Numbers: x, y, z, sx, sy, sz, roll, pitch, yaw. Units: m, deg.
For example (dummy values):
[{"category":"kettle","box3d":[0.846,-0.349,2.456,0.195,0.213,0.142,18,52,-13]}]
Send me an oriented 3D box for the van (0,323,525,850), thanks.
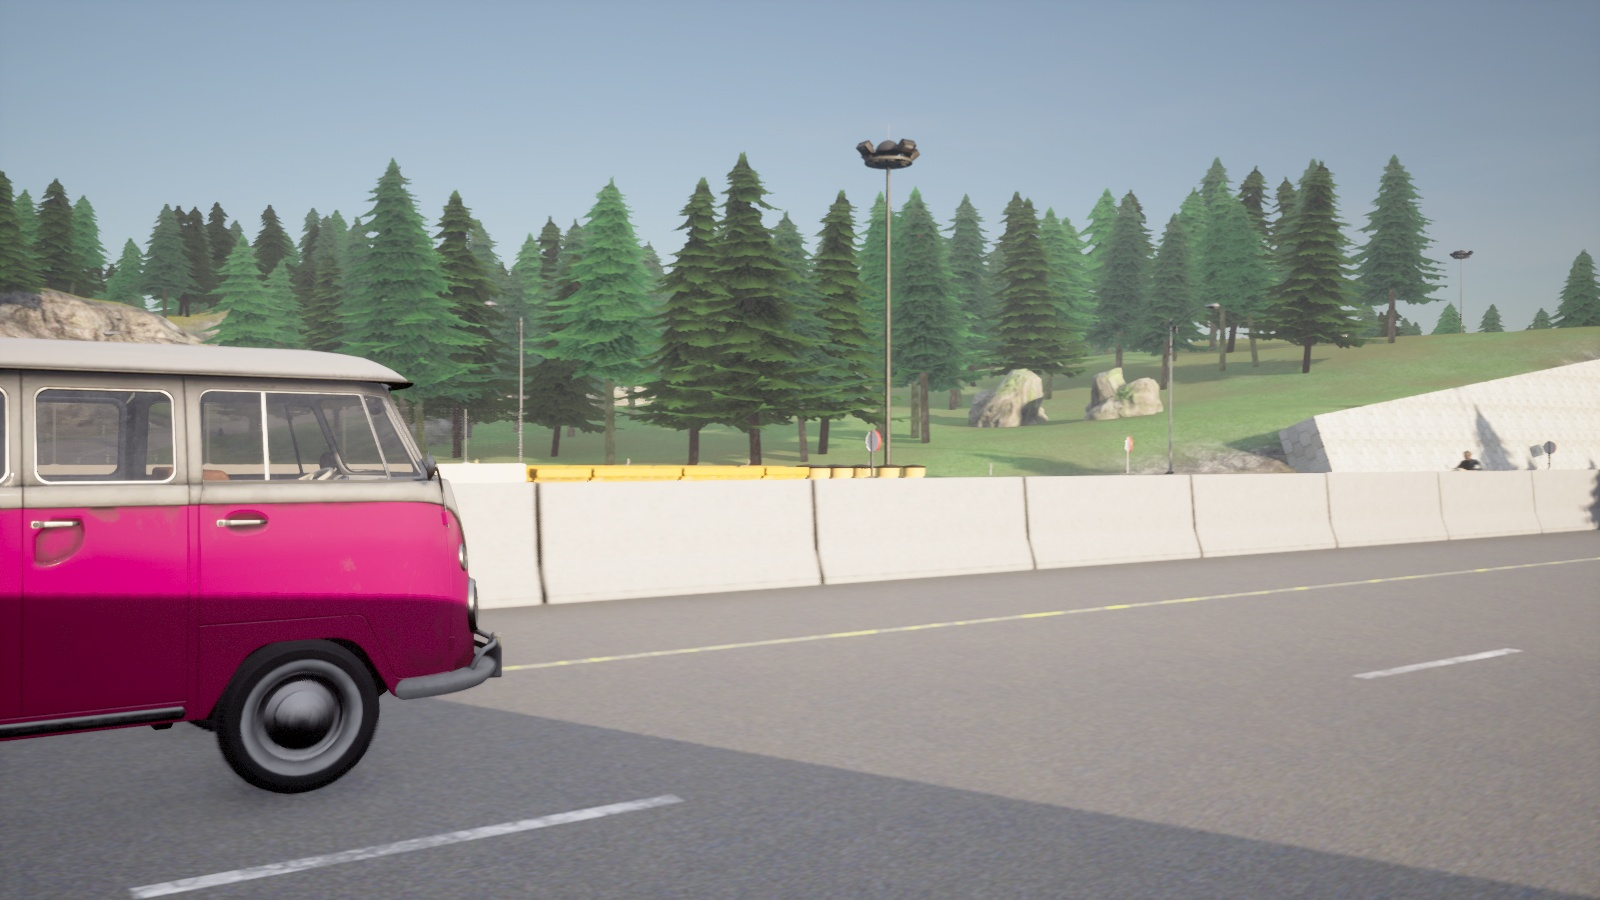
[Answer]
[{"category":"van","box3d":[-3.632,0.518,5.396,4.442,1.987,1.775,0,0,-35]}]
